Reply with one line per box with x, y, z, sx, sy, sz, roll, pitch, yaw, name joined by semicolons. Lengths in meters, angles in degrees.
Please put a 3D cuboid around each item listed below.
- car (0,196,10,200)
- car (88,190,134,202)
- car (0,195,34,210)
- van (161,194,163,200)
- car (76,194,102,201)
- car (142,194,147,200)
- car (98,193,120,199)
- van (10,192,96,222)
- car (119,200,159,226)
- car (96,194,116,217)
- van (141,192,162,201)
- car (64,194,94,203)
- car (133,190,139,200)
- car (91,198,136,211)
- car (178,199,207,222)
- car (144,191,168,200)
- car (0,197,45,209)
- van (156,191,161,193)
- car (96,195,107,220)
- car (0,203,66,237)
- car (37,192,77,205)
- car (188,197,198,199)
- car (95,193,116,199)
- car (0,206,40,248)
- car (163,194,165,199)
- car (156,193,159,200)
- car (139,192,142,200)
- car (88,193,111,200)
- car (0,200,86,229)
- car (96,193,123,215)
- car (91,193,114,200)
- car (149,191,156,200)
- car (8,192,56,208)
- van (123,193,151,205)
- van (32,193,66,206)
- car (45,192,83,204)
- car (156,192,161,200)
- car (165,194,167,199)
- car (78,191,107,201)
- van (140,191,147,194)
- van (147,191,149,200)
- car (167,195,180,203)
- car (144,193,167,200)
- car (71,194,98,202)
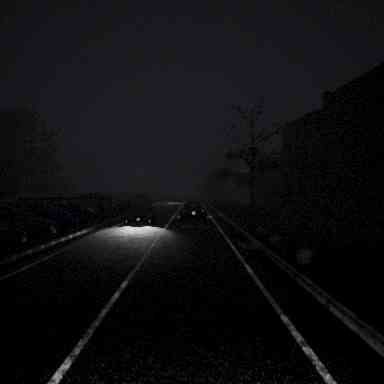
-21.791;1.365;34.863;5.366;1.575;1.946;0;0;0;car
-8.867;1.123;32.466;5.566;2.045;2.435;0;0;0;car
-22.011;1.228;40.413;4.553;1.767;2.185;0;0;0;car
-8.803;0.990;68.913;4.442;1.987;1.878;0;1;0;van
-21.995;1.197;70.955;4.892;1.521;2.231;0;1;0;car
-8.896;1.344;43.680;4.892;1.521;2.231;0;0;0;car
-21.827;1.016;87.606;5.366;1.575;1.946;0;1;0;car
-8.771;1.179;21.253;4.442;1.987;1.878;0;0;0;van
-3.334;1.491;22.551;1.994;1.385;4.181;0;0;0;car
-8.860;1.264;26.860;4.553;1.767;2.185;0;0;0;car
-9.041;0.931;74.523;4.442;1.987;1.878;0;1;0;van
-22.182;1.244;65.400;5.366;1.575;1.946;0;1;0;car
-8.868;1.115;35.269;5.566;2.045;2.435;0;0;0;car
-8.896;1.399;38.074;4.674;1.452;2.002;0;0;0;car
0.117;1.481;25.705;1.994;1.385;4.181;0;0;0;car
-8.901;0.817;82.932;5.566;2.045;2.435;0;1;0;car
-21.953;1.375;43.191;4.792;1.488;2.163;0;0;0;car
-9.035;1.014;66.111;4.442;1.987;1.878;0;1;0;van
-8.920;1.272;24.057;4.553;1.767;2.185;0;0;0;car
-8.854;1.450;15.647;4.792;1.488;2.163;0;0;0;car
-22.018;1.063;54.292;5.566;2.045;2.435;0;0;0;car
0.127;1.392;41.646;1.812;1.442;4.674;0;0;0;car
-22.039;1.078;84.831;4.792;1.488;2.163;0;1;0;car
-8.852;1.458;12.844;4.792;1.488;2.163;0;0;0;car
-8.917;1.187;71.722;5.008;1.535;2.097;0;1;0;car
-8.911;1.323;60.503;4.674;1.452;2.002;0;0;0;car
-8.932;1.225;40.877;4.553;1.767;2.185;0;0;0;car
-22.012;1.107;79.280;5.008;1.535;2.097;0;1;0;car
-8.880;1.413;18.451;5.008;1.535;2.097;0;0;0;car
-8.862;1.256;29.663;4.553;1.767;2.185;0;0;0;car
-22.015;1.079;82.056;4.892;1.521;2.231;0;1;0;car
-8.880;1.069;52.090;5.566;2.045;2.435;0;0;0;car
-22.013;1.087;45.965;5.566;2.045;2.435;0;0;0;car
-9.027;1.086;54.891;4.442;1.987;1.878;0;0;0;van
-22.104;1.097;51.516;4.442;1.987;1.878;0;0;0;van
-21.963;1.051;57.069;5.566;2.045;2.435;0;0;0;car
-8.945;1.295;63.310;4.792;1.488;2.163;0;1;0;car
-8.928;1.167;77.329;4.674;1.452;2.002;0;1;0;car
-21.974;0.915;73.726;5.566;2.045;2.435;0;1;0;car
-9.021;1.110;46.483;4.442;1.987;1.878;0;0;0;van
-9.023;1.102;49.286;4.442;1.987;1.878;0;0;0;van
-3.232;1.310;63.575;1.994;1.385;4.181;0;0;1;car
-8.742;1.095;80.131;5.366;1.575;1.946;0;1;0;car
-21.994;1.223;68.177;5.008;1.535;2.097;0;1;0;car
